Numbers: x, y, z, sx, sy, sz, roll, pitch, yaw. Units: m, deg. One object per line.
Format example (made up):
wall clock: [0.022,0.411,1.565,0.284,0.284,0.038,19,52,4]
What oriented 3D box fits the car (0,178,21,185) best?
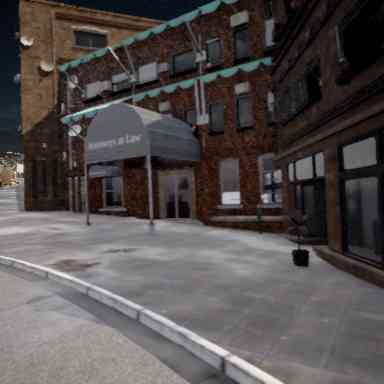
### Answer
car: [-45.063,-2.582,81.672,4.892,1.521,2.231,-3,5,-39]

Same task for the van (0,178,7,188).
van: [-39.082,-1.676,64.459,4.442,1.987,1.878,-3,4,-38]

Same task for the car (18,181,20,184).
car: [-44.037,-2.521,78.805,4.553,1.767,2.185,-3,5,-39]

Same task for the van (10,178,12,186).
van: [-41.212,-2.047,70.063,4.442,1.987,1.878,-3,5,-38]

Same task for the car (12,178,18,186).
car: [-41.958,-2.027,73.155,5.366,1.575,1.946,-3,4,-38]

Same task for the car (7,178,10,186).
car: [-40.174,-1.760,67.251,4.553,1.767,2.185,-3,4,-38]
